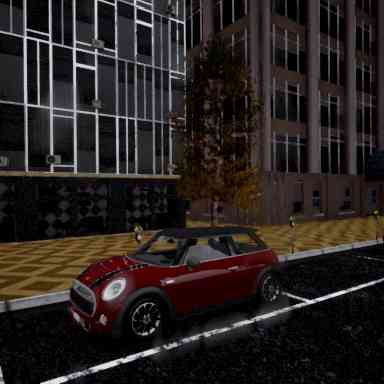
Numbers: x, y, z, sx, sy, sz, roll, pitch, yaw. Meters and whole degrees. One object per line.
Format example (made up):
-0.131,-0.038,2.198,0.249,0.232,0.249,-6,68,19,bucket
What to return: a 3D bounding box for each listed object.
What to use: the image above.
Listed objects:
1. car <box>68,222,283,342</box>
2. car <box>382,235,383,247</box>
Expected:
-0.194,1.439,6.404,4.097,1.590,1.967,0,-1,-35,car
9.107,1.547,12.939,4.403,1.369,2.008,0,-1,-35,car
